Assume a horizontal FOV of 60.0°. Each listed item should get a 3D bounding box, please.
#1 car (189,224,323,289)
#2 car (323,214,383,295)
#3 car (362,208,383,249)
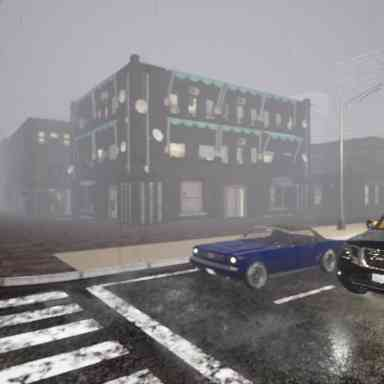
[{"bbox_3d":[2.268,1.617,9.308,4.718,1.301,1.895,0,0,-35],"label":"car"},{"bbox_3d":[5.661,1.241,7.743,5.566,2.045,2.150,0,0,-37],"label":"car"},{"bbox_3d":[9.705,1.513,14.605,5.008,1.535,1.882,0,0,-35],"label":"car"}]
